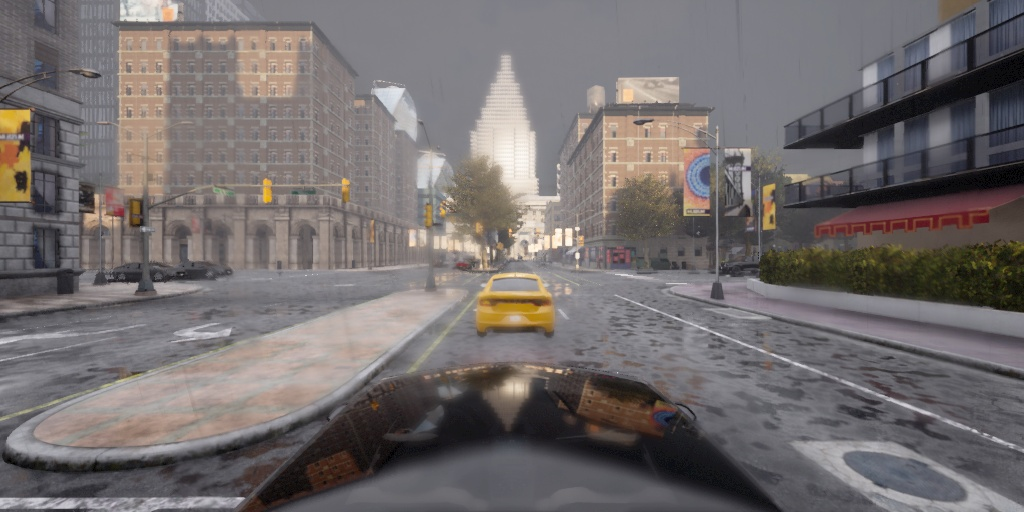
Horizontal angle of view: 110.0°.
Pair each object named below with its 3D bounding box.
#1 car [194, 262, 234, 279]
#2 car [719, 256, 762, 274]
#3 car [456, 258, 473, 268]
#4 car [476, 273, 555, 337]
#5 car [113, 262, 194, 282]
[{"bbox_3d":[-27.976,1.254,32.396,4.892,1.490,1.837,0,0,0],"label":"car"},{"bbox_3d":[26.005,0.971,39.721,5.566,2.045,2.150,0,0,0],"label":"car"},{"bbox_3d":[-7.999,1.350,59.114,1.895,1.301,4.718,0,0,0],"label":"car"},{"bbox_3d":[0.093,1.228,10.374,1.882,1.535,5.008,0,0,0],"label":"car"},{"bbox_3d":[-29.067,1.254,28.891,4.892,1.490,1.837,0,0,0],"label":"car"}]
